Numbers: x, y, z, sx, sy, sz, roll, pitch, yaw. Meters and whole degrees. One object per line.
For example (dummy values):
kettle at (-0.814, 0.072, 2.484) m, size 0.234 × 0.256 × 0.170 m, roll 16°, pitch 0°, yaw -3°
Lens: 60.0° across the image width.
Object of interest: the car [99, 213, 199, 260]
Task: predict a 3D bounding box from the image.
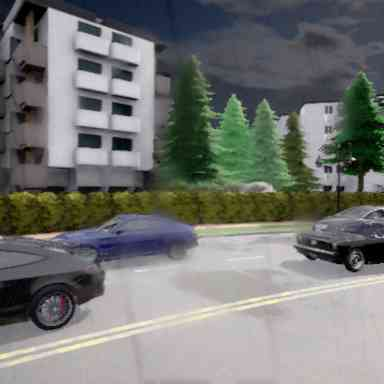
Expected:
car at (-1.996, 1.424, 10.528) m, size 4.674 × 1.442 × 1.812 m, roll 0°, pitch 1°, yaw -29°

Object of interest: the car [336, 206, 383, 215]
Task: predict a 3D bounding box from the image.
car at (7.694, 1.369, 14.719) m, size 4.902 × 1.511 × 2.128 m, roll 0°, pitch 1°, yaw -17°

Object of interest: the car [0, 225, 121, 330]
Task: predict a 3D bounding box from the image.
car at (-3.733, 1.468, 5.263) m, size 4.674 × 1.442 × 1.812 m, roll 0°, pitch 1°, yaw -35°

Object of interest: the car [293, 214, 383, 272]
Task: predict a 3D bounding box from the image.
car at (5.566, 1.515, 10.313) m, size 4.718 × 1.301 × 1.895 m, roll 0°, pitch 1°, yaw -20°
